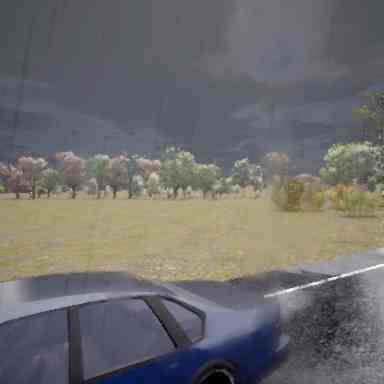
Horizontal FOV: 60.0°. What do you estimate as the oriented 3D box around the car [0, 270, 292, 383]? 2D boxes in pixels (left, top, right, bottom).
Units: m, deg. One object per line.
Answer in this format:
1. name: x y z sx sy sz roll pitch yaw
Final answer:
1. car: -1.401 1.550 3.003 5.357 1.411 2.033 0 0 -36
